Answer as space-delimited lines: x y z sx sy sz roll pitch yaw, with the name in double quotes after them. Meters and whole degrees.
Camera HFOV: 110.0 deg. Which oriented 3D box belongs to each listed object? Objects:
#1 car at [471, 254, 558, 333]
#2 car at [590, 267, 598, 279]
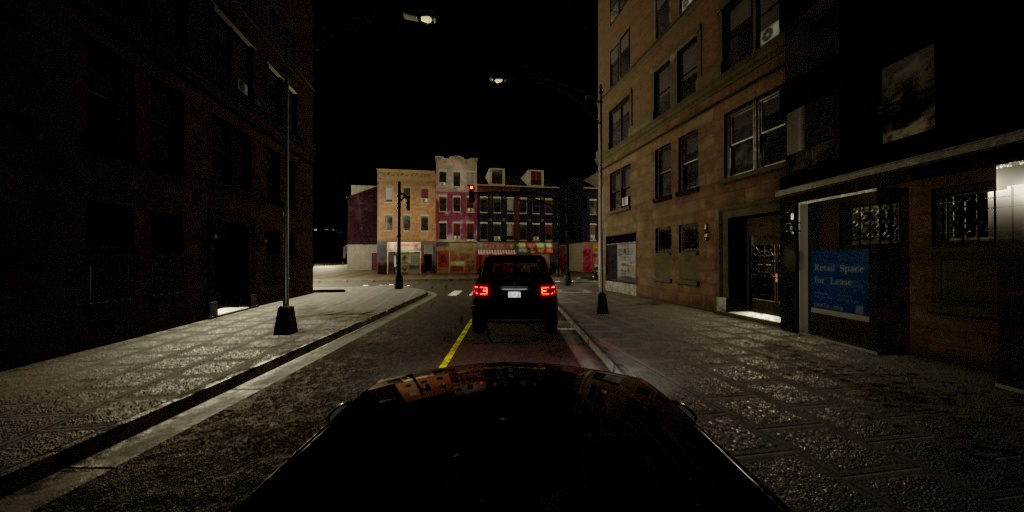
0.097 0.972 10.864 2.150 2.045 5.566 0 0 1 "car"
8.889 1.089 29.869 4.553 1.767 2.097 0 0 -10 "car"
